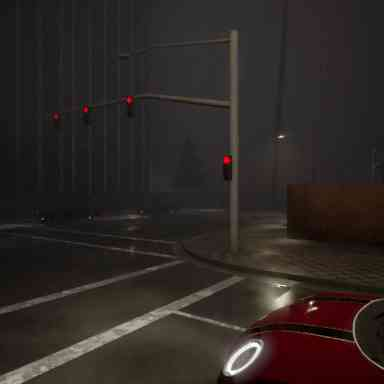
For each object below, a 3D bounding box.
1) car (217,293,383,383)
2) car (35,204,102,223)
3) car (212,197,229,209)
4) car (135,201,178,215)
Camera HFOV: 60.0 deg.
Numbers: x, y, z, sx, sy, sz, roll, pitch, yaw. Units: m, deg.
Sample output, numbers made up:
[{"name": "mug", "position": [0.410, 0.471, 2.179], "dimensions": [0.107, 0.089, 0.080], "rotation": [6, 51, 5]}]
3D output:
[{"name": "car", "position": [2.394, 1.352, 2.250], "dimensions": [4.553, 1.767, 2.097], "rotation": [0, 0, 36]}, {"name": "car", "position": [-9.376, 1.601, 25.493], "dimensions": [1.895, 1.301, 4.718], "rotation": [0, 0, 35]}, {"name": "car", "position": [4.506, 1.492, 45.005], "dimensions": [2.128, 1.511, 4.902], "rotation": [0, 0, 36]}, {"name": "car", "position": [-3.522, 1.601, 33.753], "dimensions": [1.895, 1.301, 4.718], "rotation": [0, 0, 35]}]
